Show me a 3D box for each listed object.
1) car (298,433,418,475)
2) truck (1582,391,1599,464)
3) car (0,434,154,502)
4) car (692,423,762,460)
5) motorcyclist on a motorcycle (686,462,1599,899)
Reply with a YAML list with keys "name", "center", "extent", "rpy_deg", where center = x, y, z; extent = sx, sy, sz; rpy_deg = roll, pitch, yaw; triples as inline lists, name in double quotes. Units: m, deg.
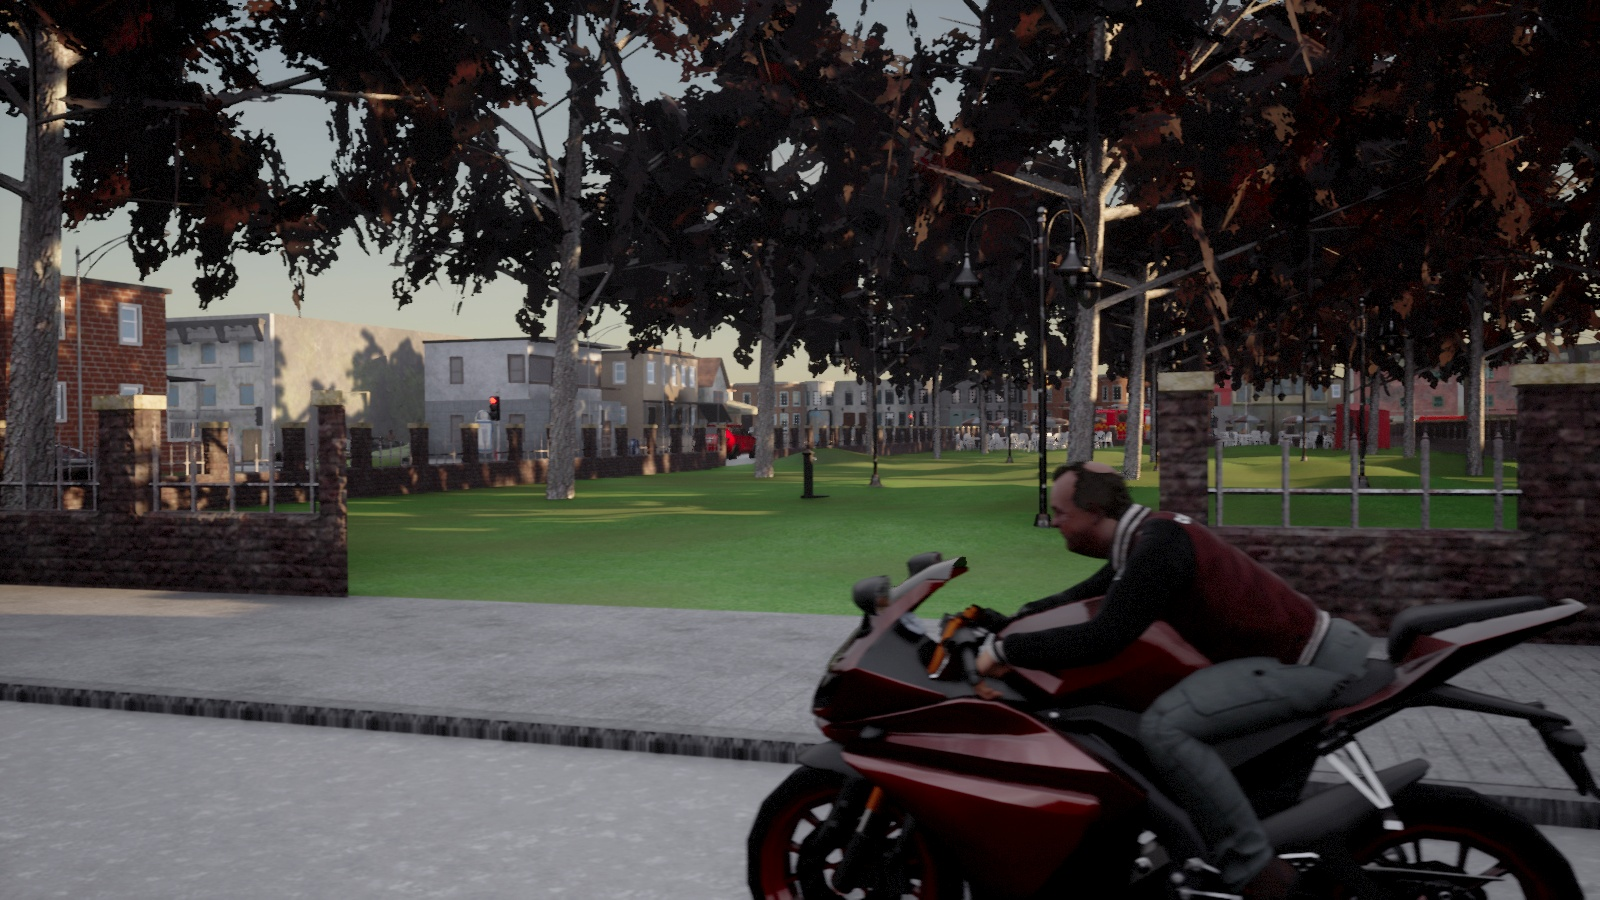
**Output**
- name: "car"
  center: [-16.602, 0.109, 47.419]
  extent: [2.007, 1.525, 4.514]
  rpy_deg: [0, 1, 16]
- name: "truck"
  center: [38.949, -1.029, 58.117]
  extent: [2.891, 3.462, 7.936]
  rpy_deg: [0, 1, 18]
- name: "car"
  center: [-18.227, 0.371, 30.005]
  extent: [2.128, 1.511, 4.902]
  rpy_deg: [0, 1, 17]
- name: "car"
  center: [-4.119, -0.487, 72.088]
  extent: [2.150, 2.045, 5.566]
  rpy_deg: [0, 1, 18]
- name: "motorcyclist on a motorcycle"
  center: [0.871, 0.814, 3.450]
  extent: [2.191, 1.530, 0.866]
  rpy_deg: [0, 1, 18]
